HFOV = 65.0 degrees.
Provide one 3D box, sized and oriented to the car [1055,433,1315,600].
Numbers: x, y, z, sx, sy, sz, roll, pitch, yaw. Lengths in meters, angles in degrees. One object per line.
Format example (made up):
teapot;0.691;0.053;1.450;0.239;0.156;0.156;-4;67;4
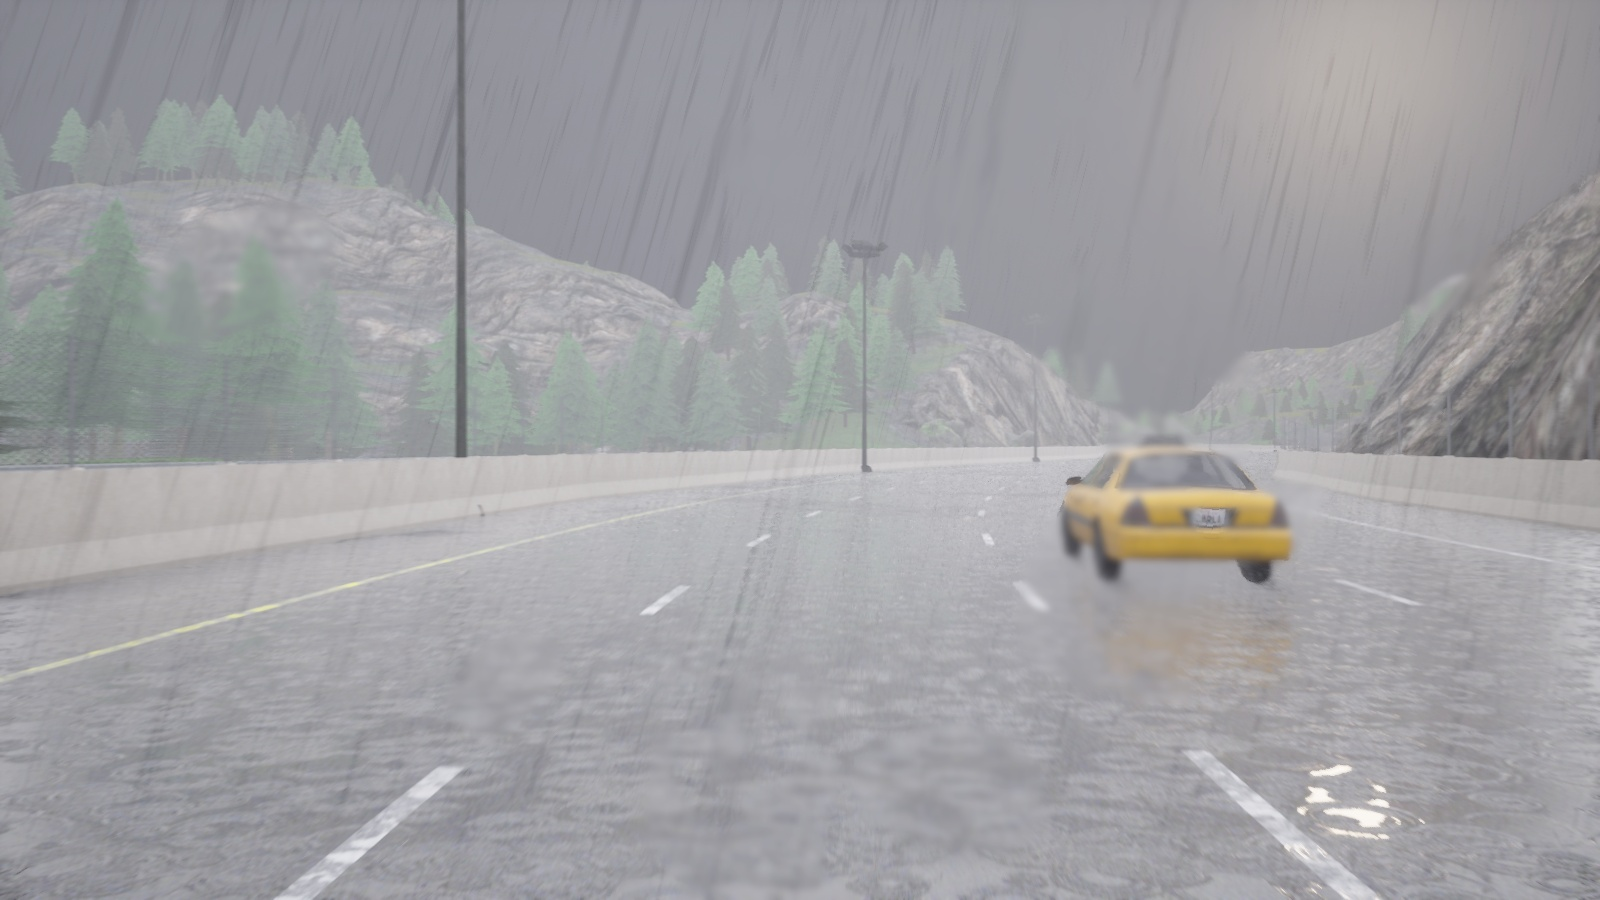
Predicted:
car;4.200;0.615;14.629;1.801;1.575;5.366;0;0;5
